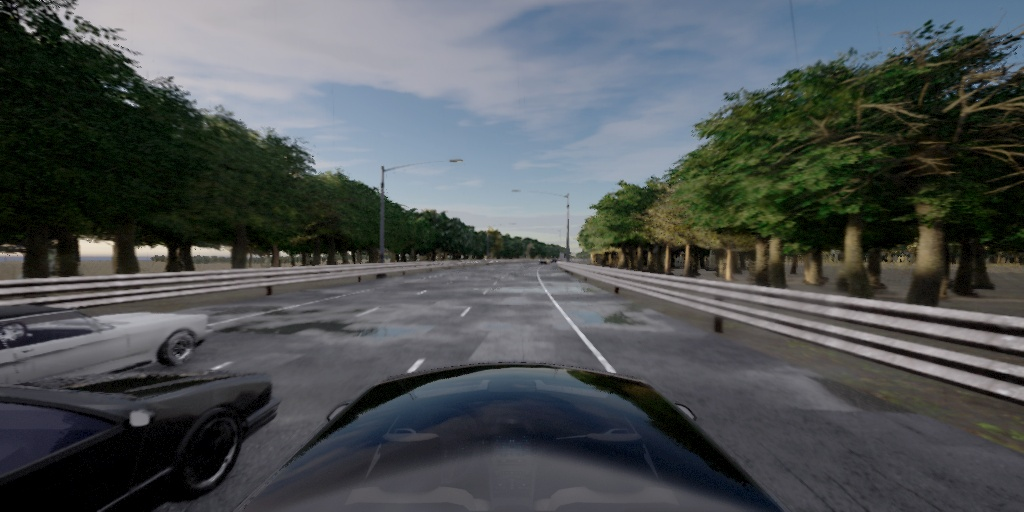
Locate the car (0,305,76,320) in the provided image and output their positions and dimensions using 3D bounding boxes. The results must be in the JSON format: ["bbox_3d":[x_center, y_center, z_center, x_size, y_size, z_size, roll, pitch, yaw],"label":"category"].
[{"bbox_3d":[-6.884,1.333,4.960,1.895,1.301,4.718,0,0,0],"label":"car"}]

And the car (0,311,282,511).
[{"bbox_3d":[-3.394,1.283,1.366,2.033,1.411,5.357,0,0,0],"label":"car"}]
